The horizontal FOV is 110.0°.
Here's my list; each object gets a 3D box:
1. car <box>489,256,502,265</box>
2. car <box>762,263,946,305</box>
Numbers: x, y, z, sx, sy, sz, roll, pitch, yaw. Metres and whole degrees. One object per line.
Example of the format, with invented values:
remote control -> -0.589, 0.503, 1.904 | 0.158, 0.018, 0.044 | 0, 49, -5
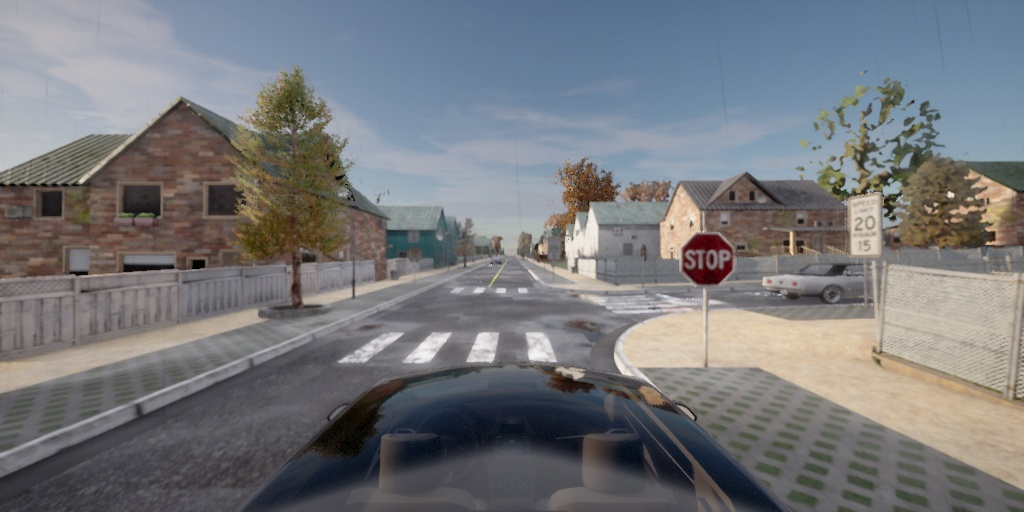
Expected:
car -> -2.734, 0.787, 61.552 | 1.812, 1.442, 4.674 | 0, 0, 0
car -> 11.443, 0.863, 12.151 | 4.718, 1.301, 1.895 | -2, -1, 1
